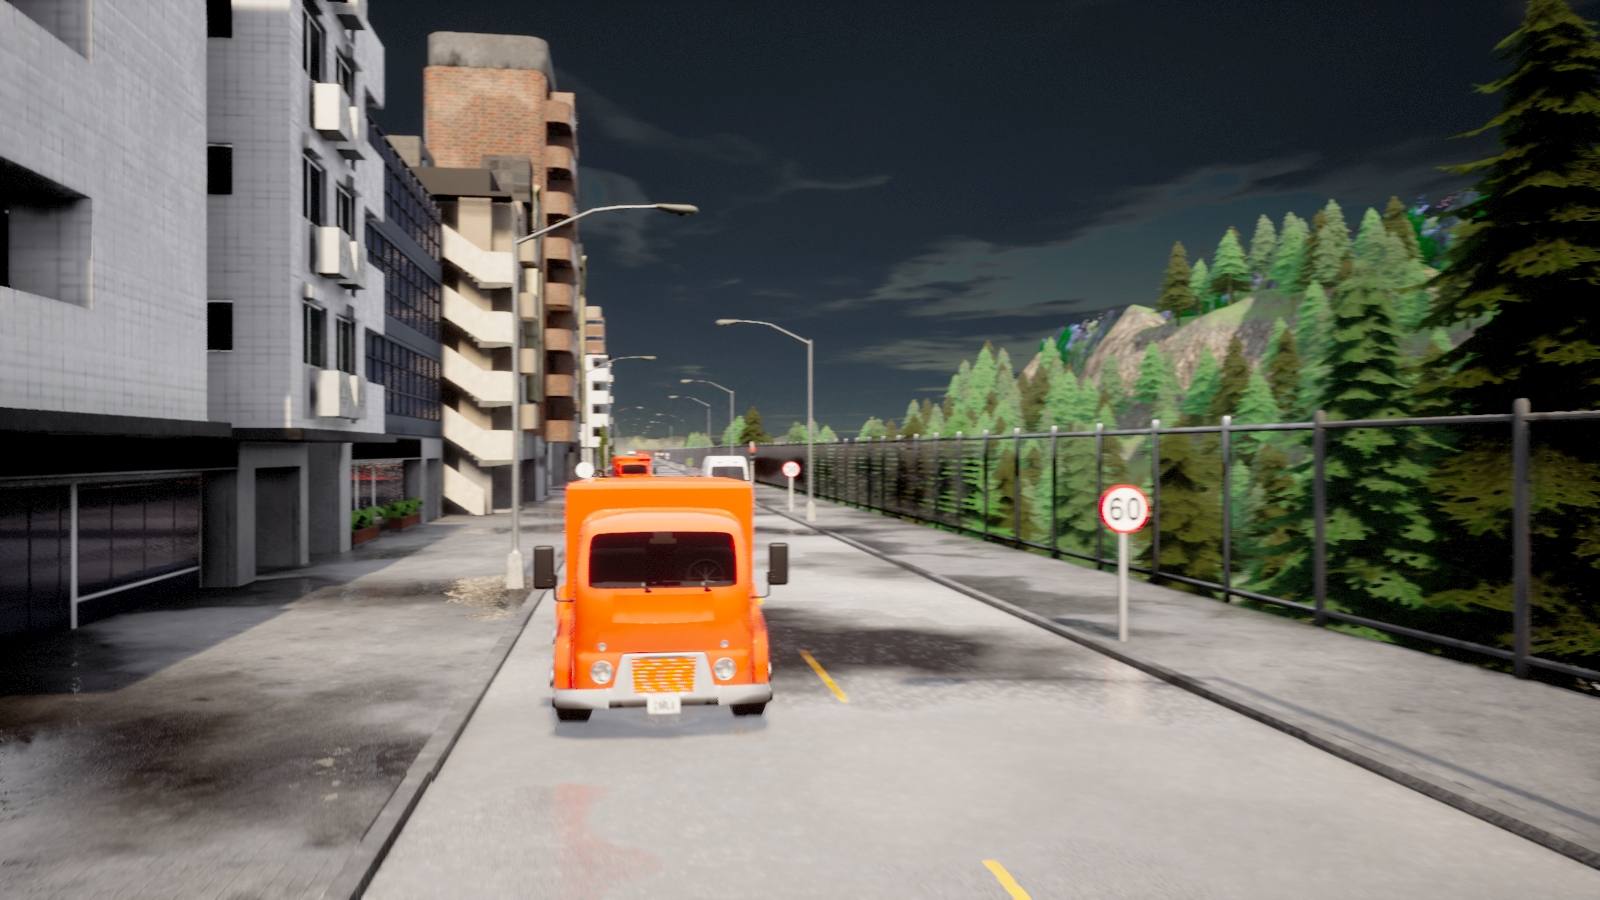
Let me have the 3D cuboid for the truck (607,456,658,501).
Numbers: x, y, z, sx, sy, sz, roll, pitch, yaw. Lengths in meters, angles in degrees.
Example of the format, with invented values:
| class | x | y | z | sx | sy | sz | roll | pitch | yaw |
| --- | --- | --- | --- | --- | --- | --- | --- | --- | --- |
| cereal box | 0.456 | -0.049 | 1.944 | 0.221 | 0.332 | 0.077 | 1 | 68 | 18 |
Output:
| class | x | y | z | sx | sy | sz | roll | pitch | yaw |
| --- | --- | --- | --- | --- | --- | --- | --- | --- | --- |
| truck | -9.745 | 1.613 | 66.221 | 2.627 | 2.467 | 5.204 | 0 | 0 | -12 |

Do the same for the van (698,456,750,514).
| class | x | y | z | sx | sy | sz | roll | pitch | yaw |
| --- | --- | --- | --- | --- | --- | --- | --- | --- | --- |
| van | -3.651 | 1.563 | 54.067 | 1.988 | 2.561 | 5.915 | 0 | 0 | -8 |

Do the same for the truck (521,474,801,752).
| class | x | y | z | sx | sy | sz | roll | pitch | yaw |
| --- | --- | --- | --- | --- | --- | --- | --- | --- | --- |
| truck | -1.652 | 1.577 | 13.384 | 2.627 | 2.467 | 5.204 | 0 | 0 | -8 |
